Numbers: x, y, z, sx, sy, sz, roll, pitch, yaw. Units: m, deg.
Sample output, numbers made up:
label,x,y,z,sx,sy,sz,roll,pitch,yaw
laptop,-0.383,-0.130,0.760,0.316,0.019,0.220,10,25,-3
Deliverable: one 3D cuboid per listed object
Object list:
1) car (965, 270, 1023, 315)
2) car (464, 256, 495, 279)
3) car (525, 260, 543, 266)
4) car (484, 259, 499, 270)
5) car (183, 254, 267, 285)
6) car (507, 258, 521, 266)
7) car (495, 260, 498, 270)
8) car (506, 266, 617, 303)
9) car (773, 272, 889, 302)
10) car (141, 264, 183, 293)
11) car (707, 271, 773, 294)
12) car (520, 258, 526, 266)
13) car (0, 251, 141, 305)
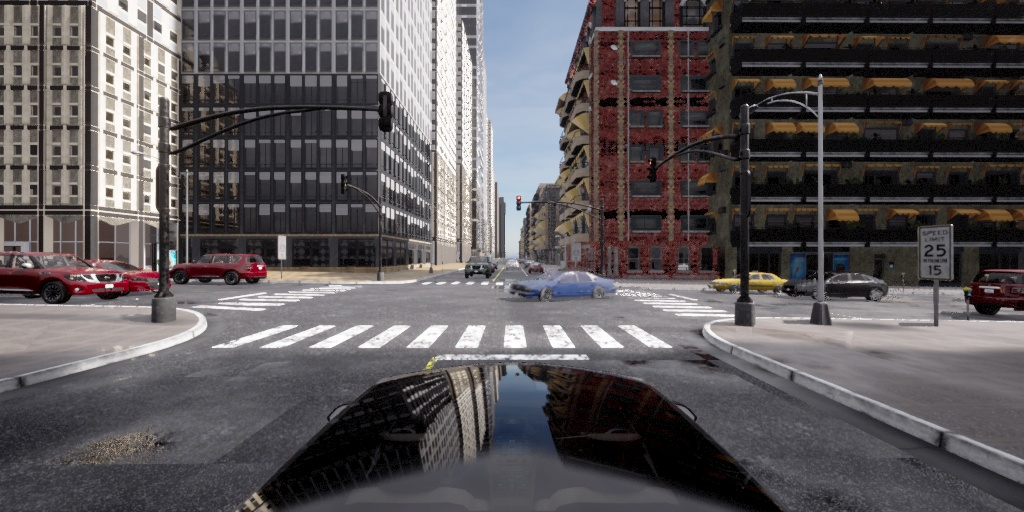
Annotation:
label,x,y,z,sx,sy,sz,roll,pitch,yaw
car,20.607,1.461,13.703,5.009,1.841,2.192,0,0,0
car,-3.077,0.977,33.614,2.150,2.045,5.566,0,0,0
car,2.770,1.341,41.709,1.802,1.307,4.207,0,0,0
car,-3.051,1.244,53.961,1.882,1.535,5.008,0,0,0
car,-17.695,0.776,21.744,5.009,1.841,2.192,0,0,0
car,0.139,1.292,55.138,1.812,1.442,4.674,0,0,0
car,-3.063,1.286,43.688,1.812,1.442,4.674,0,0,0
car,2.553,1.371,17.283,5.357,1.411,2.033,1,0,-28
car,17.393,1.606,19.436,4.892,1.490,1.837,1,0,0
car,-18.151,0.916,15.951,5.008,1.535,1.882,1,0,0
car,14.645,1.587,22.003,4.829,1.417,1.751,0,0,0
car,2.729,1.317,54.626,2.007,1.370,4.403,0,0,0
car,-17.567,0.757,13.365,5.009,1.841,2.192,0,0,0
